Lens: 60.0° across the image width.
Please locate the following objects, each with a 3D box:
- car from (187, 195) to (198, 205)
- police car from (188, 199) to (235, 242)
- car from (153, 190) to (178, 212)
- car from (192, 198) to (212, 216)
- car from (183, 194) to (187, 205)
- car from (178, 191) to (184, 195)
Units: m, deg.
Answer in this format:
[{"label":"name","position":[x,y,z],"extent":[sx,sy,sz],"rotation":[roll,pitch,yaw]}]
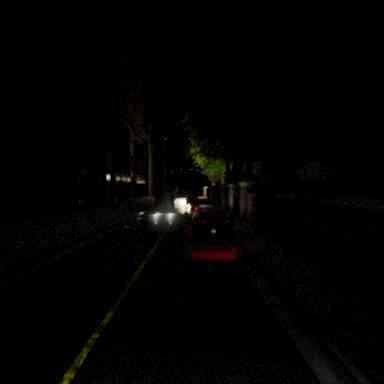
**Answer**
[{"label":"car","position":[0.904,1.290,26.186],"extent":[2.097,1.767,4.553],"rotation":[0,0,0]},{"label":"police car","position":[0.903,1.396,16.327],"extent":[1.930,1.638,5.238],"rotation":[0,0,0]},{"label":"car","position":[-3.087,1.109,38.081],"extent":[2.150,2.045,5.566],"rotation":[0,0,0]},{"label":"car","position":[0.905,1.420,32.217],"extent":[1.837,1.490,4.892],"rotation":[0,0,0]},{"label":"car","position":[0.010,1.285,53.204],"extent":[2.128,1.511,4.902],"rotation":[0,0,0]},{"label":"car","position":[-2.986,0.486,78.668],"extent":[2.097,1.767,4.553],"rotation":[0,1,0]}]
